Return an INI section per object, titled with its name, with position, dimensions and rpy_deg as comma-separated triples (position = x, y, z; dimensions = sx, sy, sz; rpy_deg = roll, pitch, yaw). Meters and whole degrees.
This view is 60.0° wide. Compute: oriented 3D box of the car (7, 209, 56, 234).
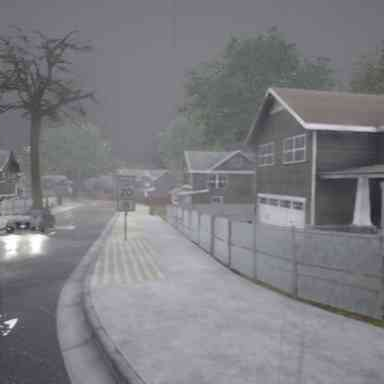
[car]
position = -9.749, 1.725, 20.458
dimensions = 1.994, 1.385, 4.181
rpy_deg = 1, 0, -11
